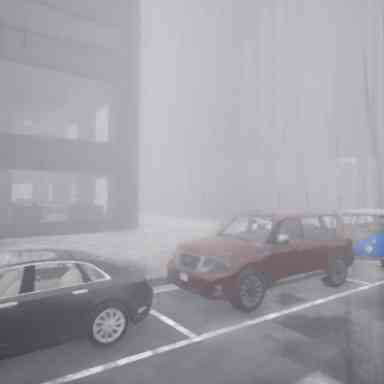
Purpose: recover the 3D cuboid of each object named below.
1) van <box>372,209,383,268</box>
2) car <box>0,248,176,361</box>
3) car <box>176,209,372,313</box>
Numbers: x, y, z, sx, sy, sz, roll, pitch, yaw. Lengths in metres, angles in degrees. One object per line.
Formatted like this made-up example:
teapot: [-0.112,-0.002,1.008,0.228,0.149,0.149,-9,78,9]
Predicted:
van: [6.461,1.456,11.254,3.998,1.788,1.690,1,0,-35]
car: [-2.673,1.556,4.739,4.403,1.369,2.008,1,0,-35]
car: [1.896,1.374,7.997,5.009,1.841,2.192,1,0,-35]
